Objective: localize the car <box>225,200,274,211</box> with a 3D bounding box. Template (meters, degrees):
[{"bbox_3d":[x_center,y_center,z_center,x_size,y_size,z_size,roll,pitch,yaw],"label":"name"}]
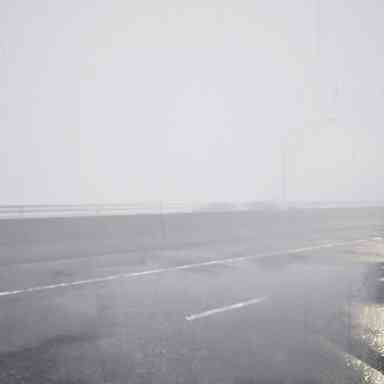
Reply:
[{"bbox_3d":[5.589,1.503,29.216,4.553,1.767,2.097,0,0,-34],"label":"car"}]

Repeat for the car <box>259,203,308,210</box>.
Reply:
[{"bbox_3d":[7.931,1.757,26.575,4.718,1.301,1.895,1,0,-34],"label":"car"}]

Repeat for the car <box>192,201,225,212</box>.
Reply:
[{"bbox_3d":[2.258,1.644,31.181,4.892,1.490,1.837,1,-1,-34],"label":"car"}]
